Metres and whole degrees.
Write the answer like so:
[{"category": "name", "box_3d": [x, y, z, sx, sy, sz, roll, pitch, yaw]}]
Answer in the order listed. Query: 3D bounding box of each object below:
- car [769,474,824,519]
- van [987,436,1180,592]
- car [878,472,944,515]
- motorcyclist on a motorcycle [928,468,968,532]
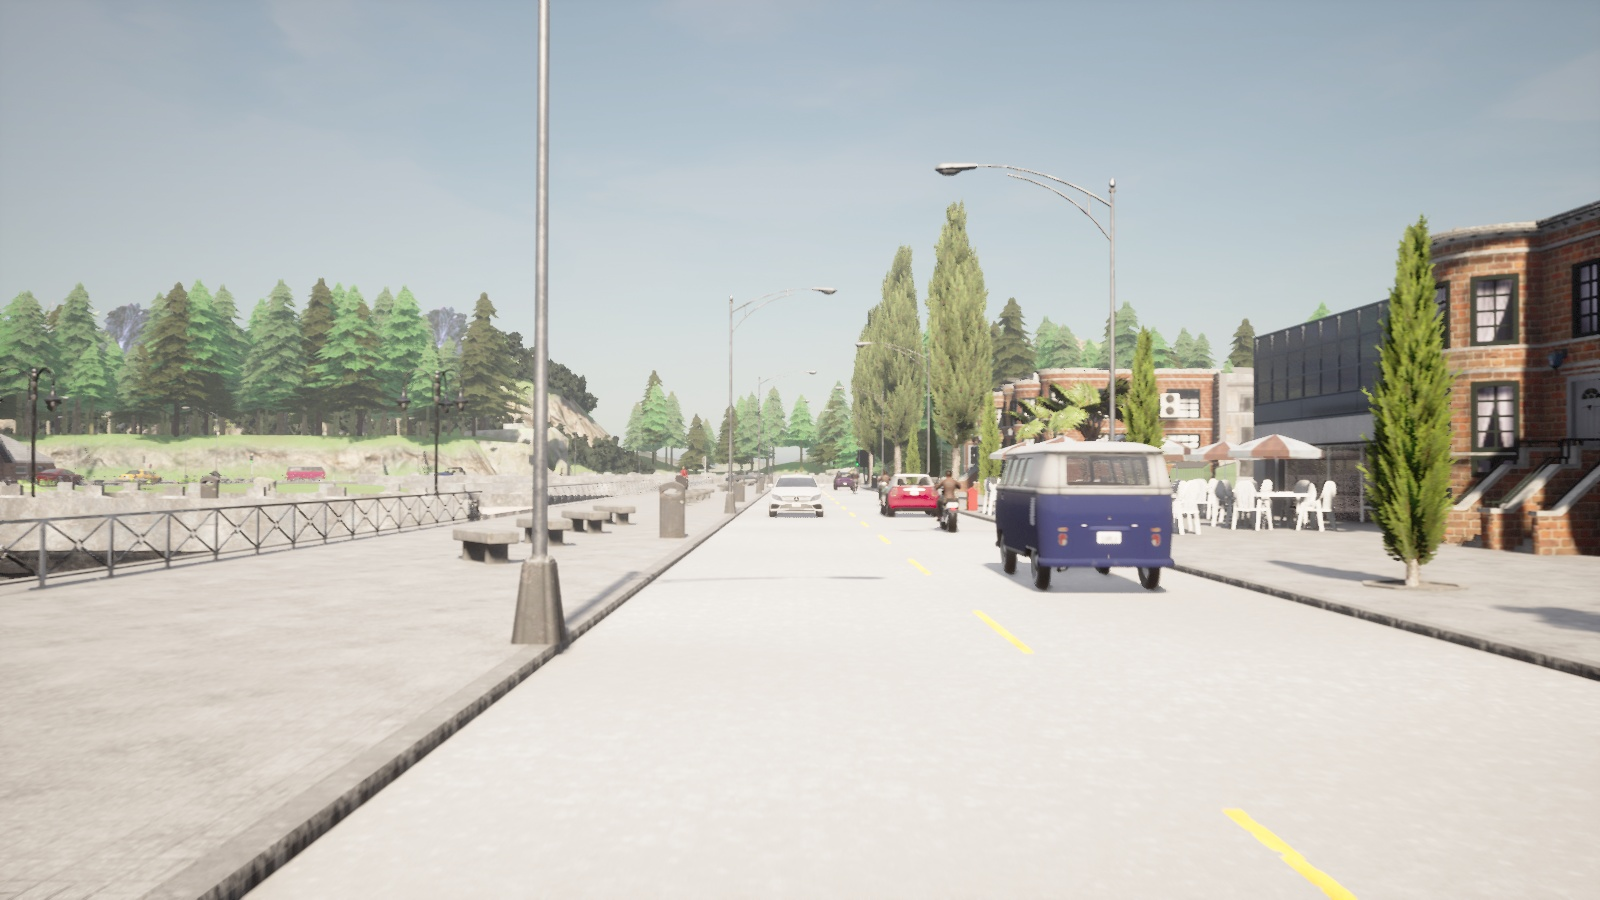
[{"category": "car", "box_3d": [-0.112, 1.569, 43.478, 1.812, 1.442, 4.674, 0, -1, 0]}, {"category": "van", "box_3d": [3.950, 0.857, 18.256, 1.775, 1.987, 4.442, 0, -1, 0]}, {"category": "car", "box_3d": [3.884, 1.510, 44.551, 1.970, 1.475, 3.806, 0, -1, 0]}, {"category": "motorcyclist on a motorcycle", "box_3d": [3.912, 1.307, 33.309, 0.766, 1.649, 2.350, 0, -1, 0]}]
